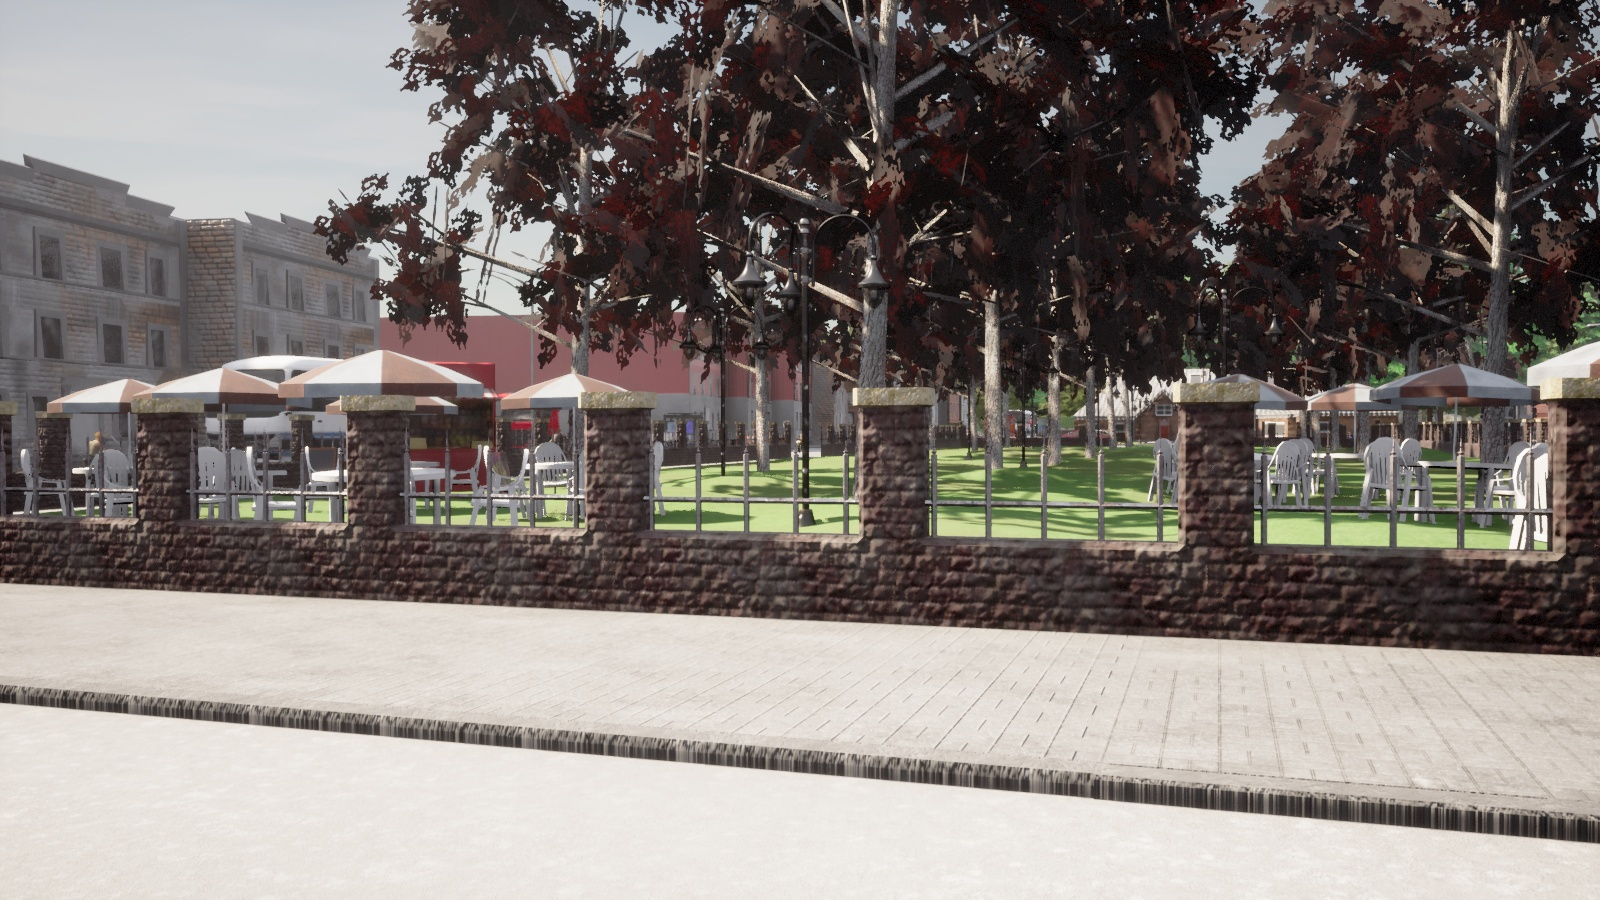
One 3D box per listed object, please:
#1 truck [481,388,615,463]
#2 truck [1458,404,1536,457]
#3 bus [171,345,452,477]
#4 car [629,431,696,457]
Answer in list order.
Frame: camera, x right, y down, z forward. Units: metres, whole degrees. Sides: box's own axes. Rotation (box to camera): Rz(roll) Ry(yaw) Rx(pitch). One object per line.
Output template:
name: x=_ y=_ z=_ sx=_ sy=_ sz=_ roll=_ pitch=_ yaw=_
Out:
truck: x=-12.227 y=-1.191 z=61.821 sx=2.891 sy=3.462 sz=7.936 roll=1 pitch=1 yaw=18
truck: x=47.844 y=-1.360 z=86.422 sx=2.891 sy=3.462 sz=7.936 roll=0 pitch=1 yaw=15
bus: x=-17.447 y=-1.354 z=46.102 sx=3.944 sy=4.253 sz=10.273 roll=1 pitch=1 yaw=18
car: x=-8.089 y=-0.393 z=74.255 sx=2.163 sy=1.488 sz=4.792 roll=1 pitch=1 yaw=18
